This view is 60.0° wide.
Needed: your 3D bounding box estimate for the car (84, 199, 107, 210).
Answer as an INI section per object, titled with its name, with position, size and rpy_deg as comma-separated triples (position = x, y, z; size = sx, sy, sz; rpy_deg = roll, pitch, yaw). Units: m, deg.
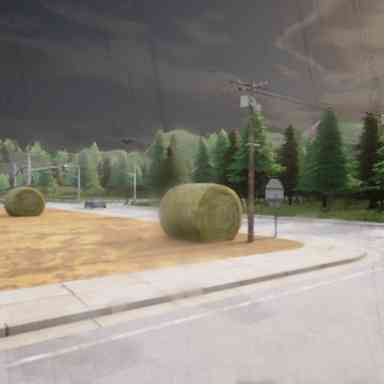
[car]
position = -13.625, 1.686, 46.763
size = 1.812, 1.442, 4.674
rpy_deg = 1, -1, -38
